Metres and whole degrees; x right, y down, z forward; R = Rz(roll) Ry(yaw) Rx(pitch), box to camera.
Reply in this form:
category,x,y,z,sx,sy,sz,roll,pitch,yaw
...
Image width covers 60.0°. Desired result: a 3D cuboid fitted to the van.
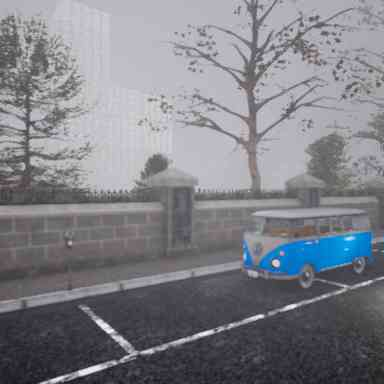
category,x,y,z,sx,sy,sz,roll,pitch,yaw
van,3.095,1.327,8.768,3.998,1.788,1.690,0,0,-36
